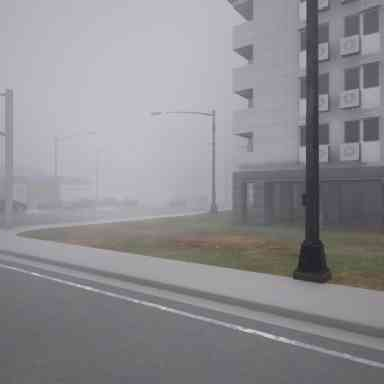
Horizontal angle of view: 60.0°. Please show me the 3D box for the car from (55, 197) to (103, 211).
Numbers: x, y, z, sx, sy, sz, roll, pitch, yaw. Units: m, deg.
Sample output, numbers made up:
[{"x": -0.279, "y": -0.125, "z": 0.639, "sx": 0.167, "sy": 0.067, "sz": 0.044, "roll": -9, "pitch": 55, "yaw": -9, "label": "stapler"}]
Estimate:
[{"x": -14.045, "y": 1.491, "z": 41.572, "sx": 2.128, "sy": 1.511, "sz": 4.902, "roll": 0, "pitch": 0, "yaw": 30, "label": "car"}]

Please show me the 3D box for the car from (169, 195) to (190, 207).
[{"x": -2.191, "y": 1.564, "z": 52.204, "sx": 1.994, "sy": 1.385, "sz": 4.181, "roll": 0, "pitch": 0, "yaw": 14, "label": "car"}]

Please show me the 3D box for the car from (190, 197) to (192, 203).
[{"x": -1.401, "y": 1.351, "z": 69.742, "sx": 2.097, "sy": 1.767, "sz": 4.553, "roll": 0, "pitch": 0, "yaw": -8, "label": "car"}]

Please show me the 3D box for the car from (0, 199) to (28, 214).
[{"x": -19.348, "y": 1.478, "z": 33.714, "sx": 1.882, "sy": 1.535, "sz": 5.008, "roll": 0, "pitch": 0, "yaw": 36, "label": "car"}]

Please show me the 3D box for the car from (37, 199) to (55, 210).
[{"x": -17.560, "y": 1.564, "z": 42.491, "sx": 1.994, "sy": 1.385, "sz": 4.181, "roll": 0, "pitch": 0, "yaw": 31, "label": "car"}]

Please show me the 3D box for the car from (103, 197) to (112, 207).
[{"x": -13.337, "y": 1.478, "z": 51.662, "sx": 1.882, "sy": 1.535, "sz": 5.008, "roll": 0, "pitch": 0, "yaw": 16, "label": "car"}]

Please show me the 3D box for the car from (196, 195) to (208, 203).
[{"x": 2.049, "y": 1.353, "z": 69.977, "sx": 2.097, "sy": 1.767, "sz": 4.553, "roll": 0, "pitch": 0, "yaw": -8, "label": "car"}]

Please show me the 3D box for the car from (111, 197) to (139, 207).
[{"x": -9.911, "y": 1.601, "z": 50.860, "sx": 1.895, "sy": 1.301, "sz": 4.718, "roll": 0, "pitch": 0, "yaw": 16, "label": "car"}]
